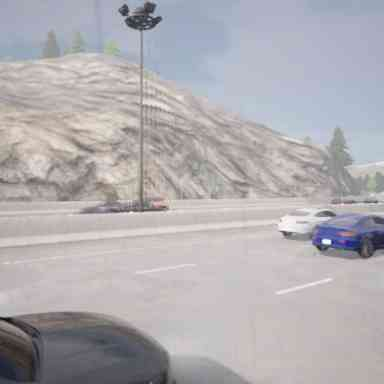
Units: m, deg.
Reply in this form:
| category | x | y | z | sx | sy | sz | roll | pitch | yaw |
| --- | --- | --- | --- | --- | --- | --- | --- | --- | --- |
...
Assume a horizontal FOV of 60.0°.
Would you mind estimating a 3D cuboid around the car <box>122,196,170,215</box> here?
| category | x | y | z | sx | sy | sz | roll | pitch | yaw |
| --- | --- | --- | --- | --- | --- | --- | --- | --- | --- |
| car | -4.828 | 1.352 | 34.946 | 4.553 | 1.767 | 2.097 | 0 | 0 | -36 |

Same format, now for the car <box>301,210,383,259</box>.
| category | x | y | z | sx | sy | sz | roll | pitch | yaw |
| --- | --- | --- | --- | --- | --- | --- | --- | --- | --- |
| car | 6.452 | 1.526 | 12.651 | 4.674 | 1.442 | 1.812 | 0 | 0 | -36 |

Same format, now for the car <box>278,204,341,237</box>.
| category | x | y | z | sx | sy | sz | roll | pitch | yaw |
| --- | --- | --- | --- | --- | --- | --- | --- | --- | --- |
| car | 6.334 | 1.526 | 16.866 | 4.674 | 1.442 | 1.812 | 0 | 0 | -36 |

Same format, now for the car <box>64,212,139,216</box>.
| category | x | y | z | sx | sy | sz | roll | pitch | yaw |
| --- | --- | --- | --- | --- | --- | --- | --- | --- | --- |
| car | -5.738 | 1.601 | 21.397 | 4.718 | 1.301 | 1.895 | 0 | 0 | -36 |

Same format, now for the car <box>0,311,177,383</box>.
| category | x | y | z | sx | sy | sz | roll | pitch | yaw |
| --- | --- | --- | --- | --- | --- | --- | --- | --- | --- |
| car | -2.357 | 1.505 | 2.063 | 4.892 | 1.490 | 1.837 | 0 | 0 | -36 |
